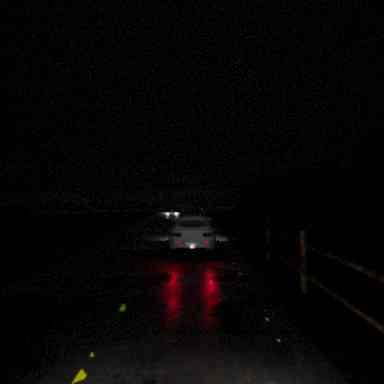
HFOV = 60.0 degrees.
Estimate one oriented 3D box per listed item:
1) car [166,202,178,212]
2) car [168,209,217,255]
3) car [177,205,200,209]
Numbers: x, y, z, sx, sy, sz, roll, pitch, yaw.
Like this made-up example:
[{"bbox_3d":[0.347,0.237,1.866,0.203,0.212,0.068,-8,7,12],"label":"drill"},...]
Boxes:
[{"bbox_3d":[-2.767,2.214,48.559,2.033,1.411,5.357,0,-1,0],"label":"car"},{"bbox_3d":[0.024,1.675,13.926,1.812,1.442,4.674,0,0,0],"label":"car"},{"bbox_3d":[0.020,1.914,28.550,1.994,1.385,4.181,0,-1,1],"label":"car"}]
